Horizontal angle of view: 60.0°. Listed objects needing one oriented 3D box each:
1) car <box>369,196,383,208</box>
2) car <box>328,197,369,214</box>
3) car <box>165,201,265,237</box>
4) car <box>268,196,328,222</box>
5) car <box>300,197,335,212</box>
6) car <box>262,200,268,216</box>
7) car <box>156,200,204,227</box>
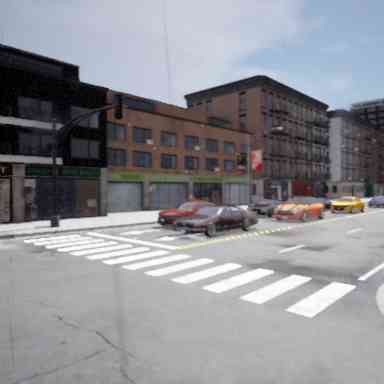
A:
[{"bbox_3d":[22.907,1.165,40.338,1.812,1.442,4.674,0,1,44],"label":"car"},{"bbox_3d":[14.961,1.196,31.887,1.882,1.535,5.008,0,1,43],"label":"car"},{"bbox_3d":[1.396,1.402,17.333,2.033,1.411,5.357,0,1,43],"label":"car"},{"bbox_3d":[7.830,1.141,24.247,2.097,1.767,4.553,0,1,43],"label":"car"},{"bbox_3d":[13.110,1.262,34.676,1.994,1.385,4.181,0,1,42],"label":"car"},{"bbox_3d":[6.351,1.329,27.426,1.994,1.385,4.181,0,1,43],"label":"car"},{"bbox_3d":[0.023,1.308,20.630,1.882,1.535,5.008,0,1,43],"label":"car"}]
